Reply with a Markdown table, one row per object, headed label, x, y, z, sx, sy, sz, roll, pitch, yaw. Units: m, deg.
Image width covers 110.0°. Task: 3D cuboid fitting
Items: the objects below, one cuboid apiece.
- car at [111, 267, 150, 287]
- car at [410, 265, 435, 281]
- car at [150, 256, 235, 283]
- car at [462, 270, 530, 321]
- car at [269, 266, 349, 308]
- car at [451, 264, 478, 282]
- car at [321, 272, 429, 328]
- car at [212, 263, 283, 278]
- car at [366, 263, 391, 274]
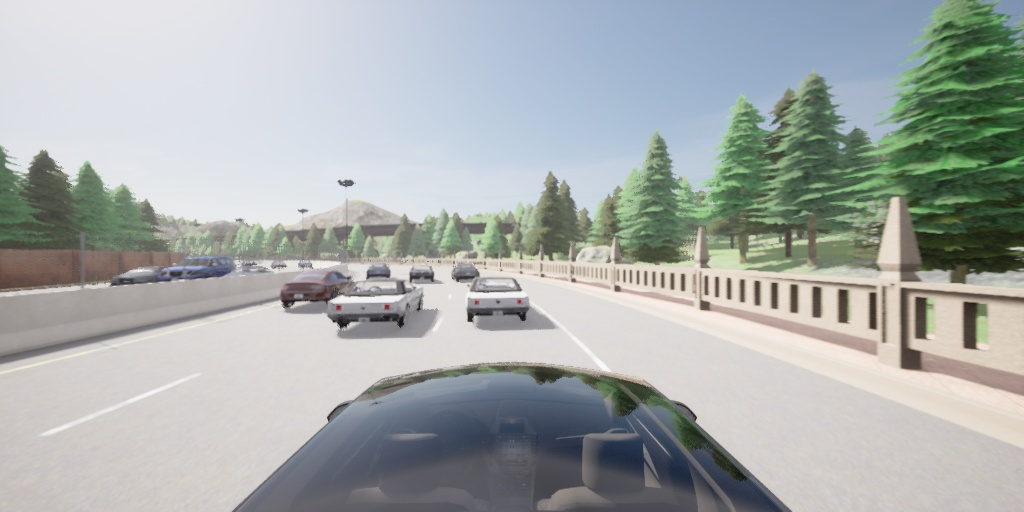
| label | x | y | z | sx | sy | sz | roll | pitch | yaw |
| --- | --- | --- | --- | --- | --- | --- | --- | --- | --- |
| car | -24.305 | 1.396 | 24.053 | 1.994 | 1.385 | 4.181 | 0 | 0 | -16 |
| car | -7.332 | 1.363 | 29.030 | 1.895 | 1.301 | 4.718 | 0 | 0 | -15 |
| car | -20.603 | 1.039 | 23.873 | 2.150 | 2.045 | 5.566 | 0 | 0 | -15 |
| car | -0.627 | 1.347 | 12.467 | 1.895 | 1.301 | 4.718 | 0 | 0 | -6 |
| car | -8.080 | 1.299 | 15.362 | 1.812 | 1.442 | 4.674 | 0 | 0 | -7 |
| car | -3.864 | 1.312 | 29.400 | 1.994 | 1.385 | 4.181 | 0 | 0 | -15 |
| car | -4.048 | 1.361 | 11.509 | 1.895 | 1.301 | 4.718 | 0 | 0 | -5 |
| car | -16.866 | 1.367 | 23.123 | 1.994 | 1.385 | 4.181 | 0 | 0 | -14 |
| car | -12.163 | 1.343 | 32.805 | 1.994 | 1.385 | 4.181 | 0 | 0 | -18 |
